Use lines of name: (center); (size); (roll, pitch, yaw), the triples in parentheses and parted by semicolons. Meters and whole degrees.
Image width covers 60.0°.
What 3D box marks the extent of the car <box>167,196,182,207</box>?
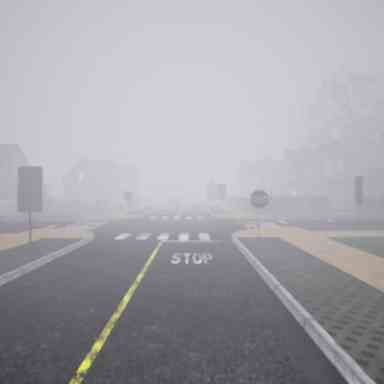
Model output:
car: (-2.736, 1.414, 51.988); (2.097, 1.767, 4.553); (0, 0, 0)
